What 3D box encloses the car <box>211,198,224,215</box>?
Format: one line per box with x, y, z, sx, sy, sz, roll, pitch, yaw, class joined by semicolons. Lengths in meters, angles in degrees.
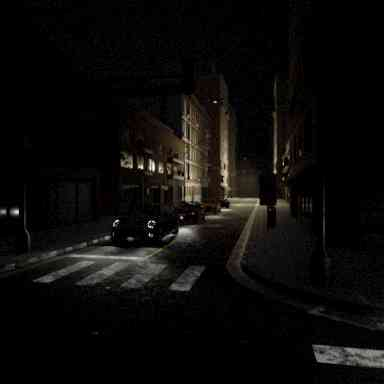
1.817;1.417;34.127;1.882;1.535;5.008;0;0;12;car

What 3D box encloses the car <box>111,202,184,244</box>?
-2.073;1.327;15.770;2.097;1.767;4.553;0;0;12;car

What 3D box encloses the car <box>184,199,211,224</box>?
-0.194;1.450;24.710;2.128;1.511;4.902;0;0;12;car

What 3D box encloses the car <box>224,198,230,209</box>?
3.927;1.481;43.863;1.994;1.385;4.181;0;0;13;car
